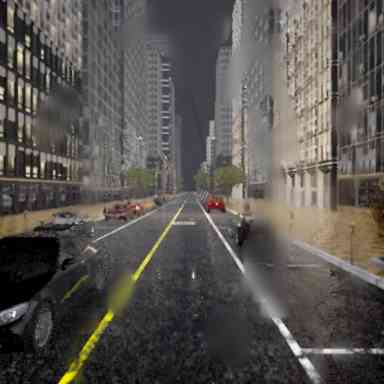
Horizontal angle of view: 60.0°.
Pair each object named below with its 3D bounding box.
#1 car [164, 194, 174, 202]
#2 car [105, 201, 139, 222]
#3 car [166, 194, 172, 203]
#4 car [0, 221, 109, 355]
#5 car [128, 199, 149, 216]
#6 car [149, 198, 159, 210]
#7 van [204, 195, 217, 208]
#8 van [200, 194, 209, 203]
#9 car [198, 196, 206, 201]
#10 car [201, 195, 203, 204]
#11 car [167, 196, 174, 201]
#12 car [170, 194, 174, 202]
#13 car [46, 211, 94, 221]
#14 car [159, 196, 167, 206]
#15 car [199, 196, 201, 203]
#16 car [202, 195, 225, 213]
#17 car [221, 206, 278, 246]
[{"bbox_3d":[-5.737,1.434,83.360,2.192,1.841,5.009,-1,0,0],"label":"car"},{"bbox_3d":[-5.709,1.622,26.523,1.802,1.307,4.206,-1,0,0],"label":"car"},{"bbox_3d":[-5.727,1.648,66.309,2.008,1.369,4.403,-1,0,0],"label":"car"},{"bbox_3d":[-3.001,1.535,6.265,1.812,1.442,4.674,0,0,0],"label":"car"},{"bbox_3d":[-5.713,1.489,32.206,1.967,1.590,4.097,-1,0,0],"label":"car"},{"bbox_3d":[-5.717,1.591,43.404,1.752,1.417,4.829,-1,0,0],"label":"car"},{"bbox_3d":[2.659,1.415,49.262,1.690,1.788,3.998,-1,0,0],"label":"van"},{"bbox_3d":[2.649,1.446,71.996,1.690,1.788,3.998,-1,0,0],"label":"van"},{"bbox_3d":[2.644,1.677,89.047,2.008,1.369,4.403,-1,0,0],"label":"car"},{"bbox_3d":[2.661,1.381,43.579,2.192,1.841,5.009,-1,0,0],"label":"car"},{"bbox_3d":[-5.737,1.708,89.043,1.802,1.307,4.206,-1,0,0],"label":"car"},{"bbox_3d":[-5.733,1.552,77.676,1.967,1.590,4.097,-1,0,0],"label":"car"},{"bbox_3d":[-5.704,1.574,15.155,2.008,1.369,4.403,-1,0,0],"label":"car"},{"bbox_3d":[-5.722,1.648,54.941,1.947,1.339,4.313,-1,0,0],"label":"car"},{"bbox_3d":[2.658,1.522,54.945,1.967,1.590,4.097,-1,0,0],"label":"car"},{"bbox_3d":[2.664,1.373,37.895,2.192,1.841,5.009,-1,0,0],"label":"car"},{"bbox_3d":[2.677,1.574,15.159,2.008,1.369,4.403,-1,0,0],"label":"car"}]
